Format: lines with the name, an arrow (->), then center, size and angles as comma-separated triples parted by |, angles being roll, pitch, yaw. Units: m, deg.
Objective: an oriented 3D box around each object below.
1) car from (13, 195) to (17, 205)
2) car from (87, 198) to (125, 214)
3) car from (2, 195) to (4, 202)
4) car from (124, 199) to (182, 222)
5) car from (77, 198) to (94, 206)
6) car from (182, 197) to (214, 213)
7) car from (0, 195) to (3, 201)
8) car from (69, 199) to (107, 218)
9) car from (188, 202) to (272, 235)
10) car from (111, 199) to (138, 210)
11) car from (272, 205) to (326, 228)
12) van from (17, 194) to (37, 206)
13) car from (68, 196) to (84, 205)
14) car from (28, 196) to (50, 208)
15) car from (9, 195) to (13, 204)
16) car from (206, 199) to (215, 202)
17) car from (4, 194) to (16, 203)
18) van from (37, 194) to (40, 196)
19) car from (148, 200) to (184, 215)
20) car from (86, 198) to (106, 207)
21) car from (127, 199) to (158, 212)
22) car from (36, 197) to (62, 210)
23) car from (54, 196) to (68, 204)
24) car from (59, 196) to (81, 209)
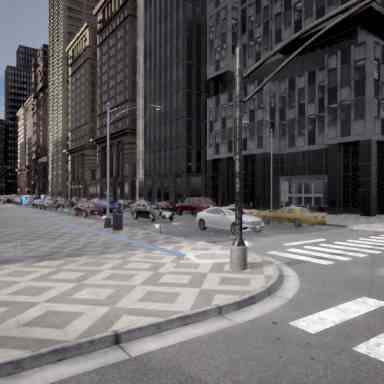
car -> -32.382, 1.705, 63.378 | 1.752, 1.417, 4.829 | 0, 0, -35
car -> -9.100, 1.562, 35.096 | 1.882, 1.535, 5.008 | 0, 0, -35
car -> -42.186, 1.814, 77.237 | 1.802, 1.307, 4.206 | 0, 0, -35
car -> -3.232, 1.548, 26.786 | 2.128, 1.511, 4.902 | 0, 0, -35
car -> -19.060, 1.760, 59.306 | 1.802, 1.307, 4.206 | 0, 0, -35
car -> 0.350, 1.398, 31.867 | 2.192, 1.841, 5.009 | 0, 0, -35
car -> -45.421, 1.690, 81.811 | 1.967, 1.590, 4.097 | 0, 0, -35
car -> -9.835, 1.612, 31.502 | 1.887, 1.381, 4.507 | 0, 0, -35
car -> 2.054, 1.557, 19.273 | 1.812, 1.442, 4.674 | 0, 0, -37
car -> -9.355, 1.680, 45.586 | 2.008, 1.369, 4.403 | 0, 0, -35
car -> 6.722, 1.578, 22.859 | 1.752, 1.417, 4.829 | 0, 0, -35
van -> -29.246, 1.505, 58.944 | 1.690, 1.788, 3.998 | 0, 0, -35
car -> -22.294, 1.635, 63.879 | 1.967, 1.590, 4.097 | 0, 0, -35
car -> -22.775, 1.713, 49.796 | 1.802, 1.307, 4.206 | 0, 0, -35
car -> -35.715, 1.780, 68.090 | 1.802, 1.307, 4.206 | 0, 0, -35
car -> 3.487, 1.594, 27.432 | 1.752, 1.417, 4.829 | 0, 0, -35
car -> -38.951, 1.530, 72.665 | 2.192, 1.841, 5.009 | 0, 0, -35
van -> -38.470, 1.622, 86.746 | 1.690, 1.788, 3.998 | 0, 0, -35
car -> -2.885, 1.643, 36.440 | 1.887, 1.381, 4.507 | 0, 0, -35
car -> -15.825, 1.727, 54.733 | 1.947, 1.339, 4.313 | 0, 0, -35
car -> -6.218, 1.640, 41.152 | 1.752, 1.417, 4.829 | 0, 0, -35
car -> -19.540, 1.696, 45.223 | 1.802, 1.307, 4.206 | 0, 0, -35
car -> -28.764, 1.669, 73.025 | 1.967, 1.590, 4.097 | 0, 0, -35
car -> -18.034, 1.729, 47.880 | 1.994, 1.385, 4.181 | 0, 0, -35
